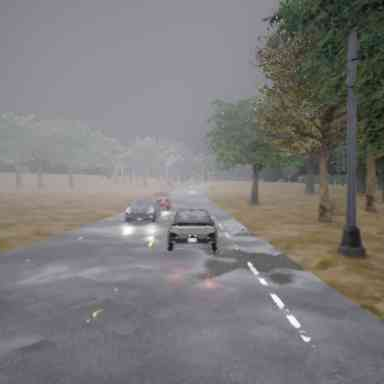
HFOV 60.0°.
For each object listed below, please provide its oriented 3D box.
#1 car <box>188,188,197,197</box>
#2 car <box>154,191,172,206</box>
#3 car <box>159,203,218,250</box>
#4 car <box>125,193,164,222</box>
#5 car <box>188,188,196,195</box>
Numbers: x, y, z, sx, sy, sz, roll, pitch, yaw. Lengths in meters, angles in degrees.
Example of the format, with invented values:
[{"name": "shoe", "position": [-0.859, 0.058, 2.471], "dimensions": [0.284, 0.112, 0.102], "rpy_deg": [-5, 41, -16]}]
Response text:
[{"name": "car", "position": [0.082, 0.352, 70.427], "dimensions": [1.812, 1.442, 4.674], "rpy_deg": [0, 2, 0]}, {"name": "car", "position": [-3.463, 0.874, 37.657], "dimensions": [2.150, 2.045, 5.566], "rpy_deg": [0, 1, 0]}, {"name": "car", "position": [0.014, 1.429, 13.899], "dimensions": [2.128, 1.511, 4.902], "rpy_deg": [0, 0, 0]}, {"name": "car", "position": [-3.488, 1.185, 24.287], "dimensions": [2.097, 1.767, 4.553], "rpy_deg": [0, 1, 0]}, {"name": "car", "position": [0.095, -0.151, 80.451], "dimensions": [1.837, 1.490, 4.892], "rpy_deg": [0, 2, 0]}]
